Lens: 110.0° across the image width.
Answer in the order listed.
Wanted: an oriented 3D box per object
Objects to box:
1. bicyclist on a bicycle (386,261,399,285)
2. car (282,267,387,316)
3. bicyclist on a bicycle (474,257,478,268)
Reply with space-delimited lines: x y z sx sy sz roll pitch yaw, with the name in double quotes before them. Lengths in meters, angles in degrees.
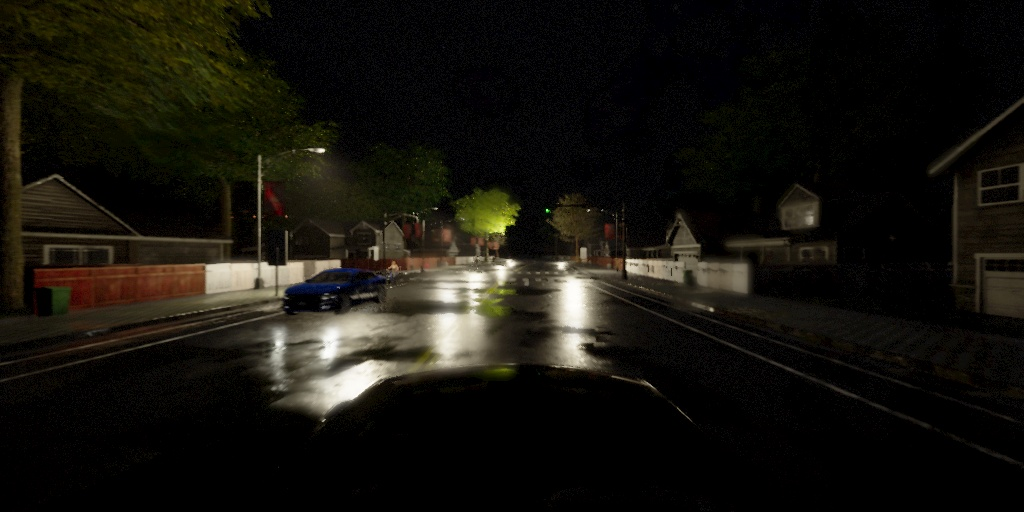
"bicyclist on a bicycle" -8.202 1.164 24.730 0.866 1.612 1.509 0 0 2
"car" -6.413 1.213 13.547 1.882 1.535 5.008 0 0 2
"bicyclist on a bicycle" -5.137 1.022 51.381 0.659 1.776 1.843 0 0 4
